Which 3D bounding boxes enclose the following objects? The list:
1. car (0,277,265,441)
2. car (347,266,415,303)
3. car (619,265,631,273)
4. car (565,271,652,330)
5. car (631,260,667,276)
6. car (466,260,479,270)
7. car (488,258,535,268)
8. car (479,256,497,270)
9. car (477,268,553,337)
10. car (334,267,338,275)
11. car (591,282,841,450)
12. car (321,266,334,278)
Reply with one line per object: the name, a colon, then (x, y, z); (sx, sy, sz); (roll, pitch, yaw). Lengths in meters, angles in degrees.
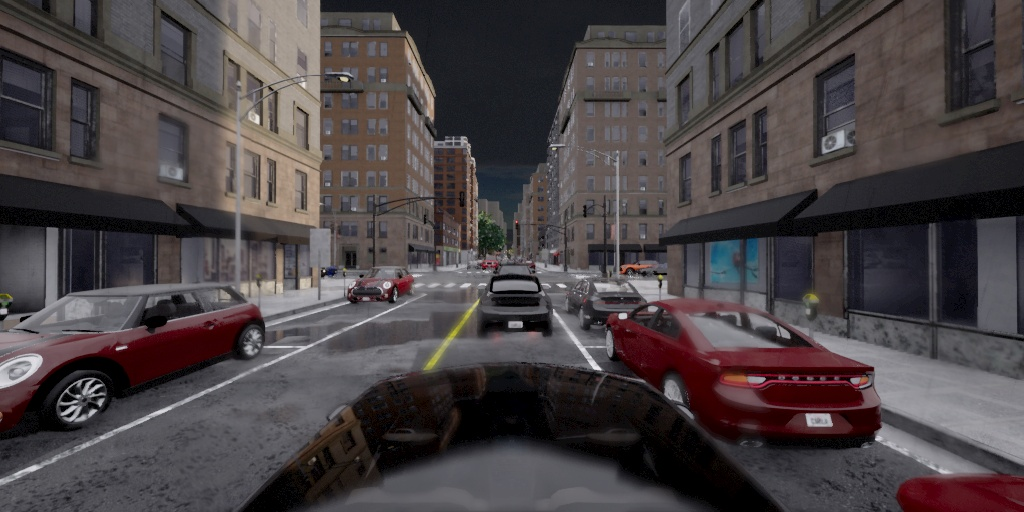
car: (-5.852, 1.190, 5.361); (1.967, 1.591, 4.097); (0, 0, 0)
car: (-5.834, 1.195, 16.348); (1.967, 1.591, 4.097); (0, 0, 0)
car: (14.026, 1.221, 39.223); (4.553, 1.767, 2.097); (0, 0, 0)
car: (2.683, 1.303, 10.846); (2.007, 1.370, 4.403); (0, 0, 0)
car: (15.191, 1.395, 35.961); (5.357, 1.411, 2.033); (0, 0, 0)
car: (-5.906, 1.345, 54.709); (2.007, 1.370, 4.403); (0, 0, 0)
car: (0.121, 1.108, 17.686); (2.097, 1.767, 4.553); (0, 0, 0)
car: (-3.131, 1.013, 52.607); (2.150, 2.045, 5.566); (0, 0, 0)
car: (0.057, 1.258, 10.271); (1.837, 1.490, 4.892); (0, 0, -1)
car: (-18.409, 1.150, 32.372); (5.008, 1.535, 1.882); (0, 0, 0)
car: (2.675, 1.296, 5.355); (1.888, 1.381, 4.507); (0, 0, 0)
car: (-18.019, 0.869, 29.117); (5.566, 2.045, 2.150); (0, 0, 0)
